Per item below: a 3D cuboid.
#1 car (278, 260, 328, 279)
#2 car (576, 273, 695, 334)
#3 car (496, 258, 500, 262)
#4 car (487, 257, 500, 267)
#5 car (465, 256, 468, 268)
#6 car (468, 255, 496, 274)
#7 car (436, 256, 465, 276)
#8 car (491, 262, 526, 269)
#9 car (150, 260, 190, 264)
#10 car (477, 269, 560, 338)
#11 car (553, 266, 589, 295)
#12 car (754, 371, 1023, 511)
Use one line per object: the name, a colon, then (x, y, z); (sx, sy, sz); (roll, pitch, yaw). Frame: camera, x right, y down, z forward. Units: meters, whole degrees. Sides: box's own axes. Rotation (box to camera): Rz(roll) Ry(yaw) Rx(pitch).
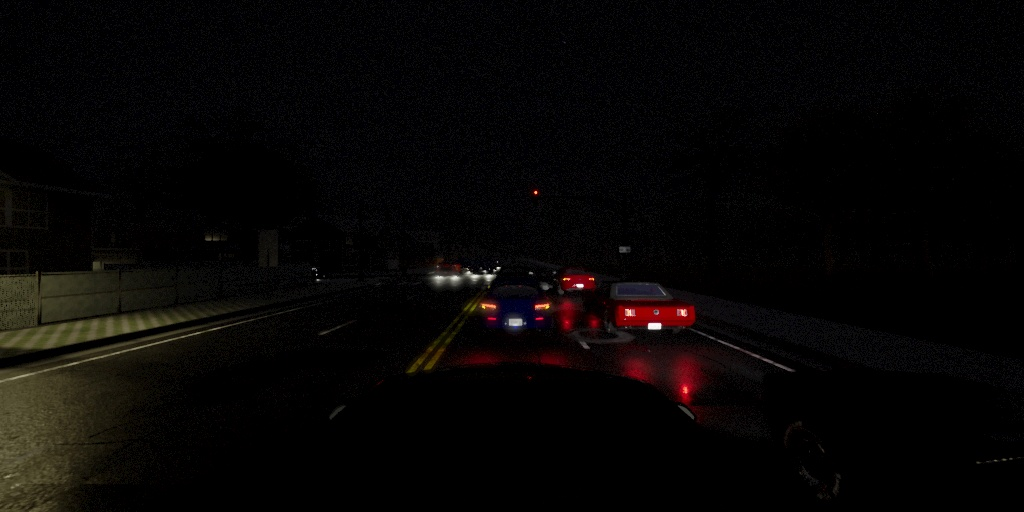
car: (-18.192, 1.131, 30.416); (4.553, 1.767, 2.097); (0, 0, 0)
car: (3.342, 1.351, 10.582); (1.895, 1.301, 4.718); (0, 0, 0)
car: (-3.304, 1.281, 54.110); (2.033, 1.411, 5.357); (0, 0, 0)
car: (-3.254, 1.076, 65.425); (2.097, 1.767, 4.553); (0, 0, 0)
car: (-6.556, 0.957, 49.577); (2.150, 2.045, 5.566); (0, 0, 0)
car: (-3.319, 0.963, 41.338); (2.150, 2.045, 5.566); (0, 0, 0)
car: (-6.570, 1.098, 37.655); (2.097, 1.767, 4.553); (0, 0, 0)
car: (0.071, 1.255, 19.364); (1.837, 1.490, 4.892); (0, 0, 0)
car: (-28.436, 1.148, 30.444); (4.553, 1.767, 2.097); (0, 0, 0)
car: (0.089, 1.276, 10.102); (1.812, 1.442, 4.674); (0, 0, 0)
car: (3.323, 1.276, 19.690); (1.812, 1.442, 4.674); (0, 0, 0)
car: (3.348, 1.351, 1.414); (1.895, 1.301, 4.718); (0, 0, 0)
